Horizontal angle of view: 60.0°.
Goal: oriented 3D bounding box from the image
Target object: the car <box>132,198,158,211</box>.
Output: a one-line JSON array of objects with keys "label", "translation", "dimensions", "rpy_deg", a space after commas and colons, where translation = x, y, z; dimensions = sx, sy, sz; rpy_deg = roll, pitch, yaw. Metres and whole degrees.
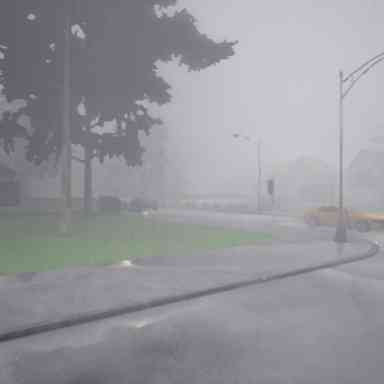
[{"label": "car", "translation": [-6.004, 1.494, 41.231], "dimensions": [1.837, 1.490, 4.892], "rpy_deg": [0, 0, -36]}]

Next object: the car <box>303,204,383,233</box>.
[{"label": "car", "translation": [9.152, 1.499, 20.090], "dimensions": [1.882, 1.535, 5.008], "rpy_deg": [0, 0, -36]}]
